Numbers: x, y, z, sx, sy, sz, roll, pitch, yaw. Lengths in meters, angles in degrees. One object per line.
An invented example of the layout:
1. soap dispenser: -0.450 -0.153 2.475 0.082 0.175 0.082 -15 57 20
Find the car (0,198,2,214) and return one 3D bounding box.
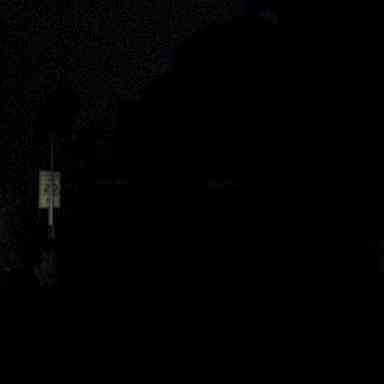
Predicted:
1. car: -19.948 1.237 32.523 2.150 2.045 5.566 1 -1 -29
